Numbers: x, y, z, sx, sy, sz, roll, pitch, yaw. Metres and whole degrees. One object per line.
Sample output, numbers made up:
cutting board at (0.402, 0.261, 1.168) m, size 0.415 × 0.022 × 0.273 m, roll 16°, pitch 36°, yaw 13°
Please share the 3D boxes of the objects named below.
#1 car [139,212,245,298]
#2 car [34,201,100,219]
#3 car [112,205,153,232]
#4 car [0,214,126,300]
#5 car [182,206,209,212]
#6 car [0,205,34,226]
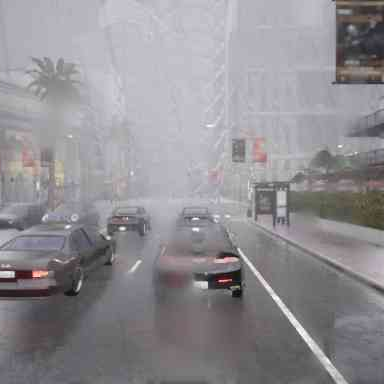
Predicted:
car at (0.148, 1.491, 8.518) m, size 2.128 × 1.511 × 4.902 m, roll 0°, pitch 0°, yaw 0°
car at (-6.951, 1.350, 19.468) m, size 2.097 × 1.767 × 4.553 m, roll 0°, pitch 0°, yaw 1°
car at (-3.316, 1.504, 18.315) m, size 1.837 × 1.490 × 4.892 m, roll 0°, pitch 0°, yaw 0°
car at (-3.359, 1.547, 8.571) m, size 2.033 × 1.411 × 5.357 m, roll 0°, pitch 0°, yaw 0°
car at (0.180, 1.504, 17.935) m, size 1.837 × 1.490 × 4.892 m, roll 0°, pitch 0°, yaw 0°
car at (-10.432, 1.547, 20.544) m, size 2.033 × 1.411 × 5.357 m, roll 0°, pitch 0°, yaw 1°
